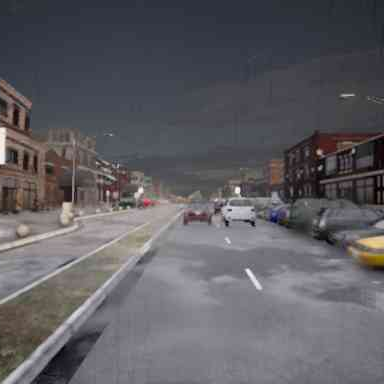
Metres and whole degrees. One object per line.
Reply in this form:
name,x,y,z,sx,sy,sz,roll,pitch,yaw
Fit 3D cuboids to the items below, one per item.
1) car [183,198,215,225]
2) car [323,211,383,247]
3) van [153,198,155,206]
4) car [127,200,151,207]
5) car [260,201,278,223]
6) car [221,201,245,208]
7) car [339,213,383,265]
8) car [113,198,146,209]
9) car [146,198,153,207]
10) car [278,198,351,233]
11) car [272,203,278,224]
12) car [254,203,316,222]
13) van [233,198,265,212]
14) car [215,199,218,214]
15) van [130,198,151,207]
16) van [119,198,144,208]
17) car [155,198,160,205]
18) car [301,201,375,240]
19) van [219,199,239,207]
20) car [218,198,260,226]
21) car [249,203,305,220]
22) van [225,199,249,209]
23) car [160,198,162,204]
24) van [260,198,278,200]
car,0.452,1.549,25.749,2.097,1.767,4.553,0,-1,1
car,7.828,1.617,12.724,4.674,1.452,2.002,0,-1,1
van,-11.773,2.484,79.206,4.442,1.987,1.878,0,-1,1
car,-11.753,2.609,73.765,4.892,1.521,2.231,0,-1,1
car,8.045,1.723,26.501,4.892,1.521,2.231,0,-1,1
car,8.694,2.670,70.600,4.792,1.488,2.163,0,-1,1
car,7.596,1.554,9.970,5.366,1.575,1.946,0,0,1
car,-12.012,2.123,62.538,5.566,2.045,2.435,0,-1,1
car,-11.844,2.299,70.871,5.566,2.045,2.435,0,-1,1
car,7.941,1.373,18.236,5.566,2.045,2.435,0,-1,1
car,7.958,1.653,20.990,5.008,1.535,2.097,0,-1,1
car,8.089,1.763,29.257,4.892,1.521,2.231,0,-1,1
van,8.266,1.917,48.551,4.442,1.987,1.878,0,-1,1
car,3.733,2.009,42.974,1.837,1.490,4.892,0,-1,1
van,-11.824,2.435,76.553,4.442,1.987,1.878,0,-1,1
van,-11.810,2.209,65.311,4.442,1.987,1.878,0,-1,1
car,-11.574,2.510,82.102,5.566,2.045,2.435,0,-1,1
car,7.836,1.473,15.481,4.553,1.767,2.185,0,-1,1
van,8.736,2.573,78.878,4.442,1.987,1.878,0,-1,1
car,3.446,1.433,25.467,2.150,2.045,5.566,0,0,1
car,8.095,1.835,32.012,4.792,1.488,2.163,0,-1,1
van,8.755,2.300,65.086,4.442,1.987,1.878,0,-1,1
car,-11.457,2.898,90.314,5.008,1.535,2.097,0,-1,1
van,8.325,1.676,37.403,4.442,1.987,1.878,0,-1,1
